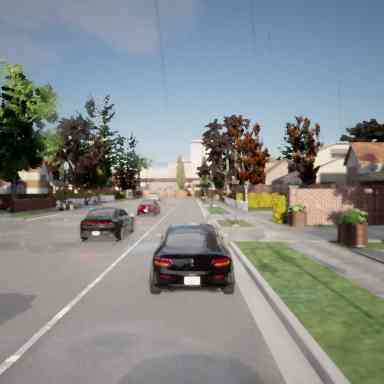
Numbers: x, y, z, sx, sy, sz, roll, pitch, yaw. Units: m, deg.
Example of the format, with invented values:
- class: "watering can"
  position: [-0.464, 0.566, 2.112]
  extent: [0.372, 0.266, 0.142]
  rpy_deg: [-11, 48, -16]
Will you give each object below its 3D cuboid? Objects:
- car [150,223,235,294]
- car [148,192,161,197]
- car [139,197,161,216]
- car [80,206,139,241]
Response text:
- class: "car"
  position: [0.003, 1.525, 8.650]
  extent: [1.812, 1.442, 4.674]
  rpy_deg: [0, 0, 0]
- class: "car"
  position: [-7.648, 0.952, 67.880]
  extent: [2.150, 2.045, 5.566]
  rpy_deg: [0, 1, 0]
- class: "car"
  position: [-4.126, 1.479, 32.144]
  extent: [1.812, 1.442, 4.674]
  rpy_deg: [0, 0, 0]
- class: "car"
  position: [-4.129, 1.503, 16.756]
  extent: [1.837, 1.490, 4.892]
  rpy_deg: [0, 1, 0]
